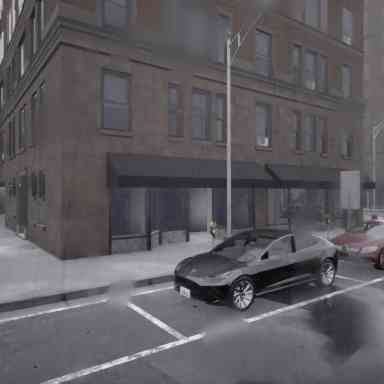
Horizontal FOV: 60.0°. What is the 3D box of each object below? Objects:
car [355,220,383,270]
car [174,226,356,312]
[{"bbox_3d":[6.119,1.582,10.898,4.206,1.307,1.802,0,0,-35],"label":"car"},{"bbox_3d":[1.640,1.566,7.704,4.313,1.339,1.947,0,0,-35],"label":"car"}]
